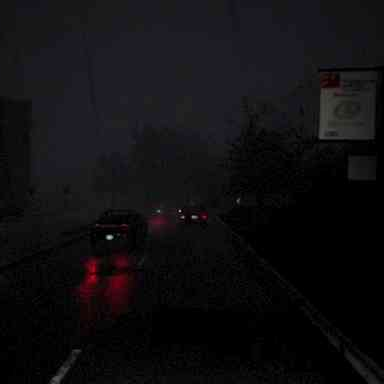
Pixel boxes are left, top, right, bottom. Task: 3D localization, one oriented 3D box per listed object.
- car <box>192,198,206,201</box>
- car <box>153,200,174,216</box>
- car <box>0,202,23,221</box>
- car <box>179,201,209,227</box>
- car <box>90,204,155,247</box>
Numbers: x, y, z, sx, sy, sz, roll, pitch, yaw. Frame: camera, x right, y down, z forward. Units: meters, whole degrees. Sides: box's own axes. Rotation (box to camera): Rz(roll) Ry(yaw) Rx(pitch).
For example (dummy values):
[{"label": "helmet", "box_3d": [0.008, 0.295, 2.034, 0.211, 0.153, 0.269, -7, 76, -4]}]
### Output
[{"label": "car", "box_3d": [0.884, 1.518, 39.733, 1.882, 1.535, 5.008, -1, 0, 7]}, {"label": "car", "box_3d": [-2.983, 1.554, 33.389, 1.837, 1.490, 4.892, 0, 0, 2]}, {"label": "car", "box_3d": [-15.595, 1.543, 27.202, 2.002, 1.452, 4.674, -2, 0, 0]}, {"label": "car", "box_3d": [0.100, 1.580, 22.821, 2.033, 1.411, 5.357, 0, 0, 0]}, {"label": "car", "box_3d": [-3.150, 1.513, 15.136, 2.128, 1.511, 4.902, 0, 0, 0]}]
